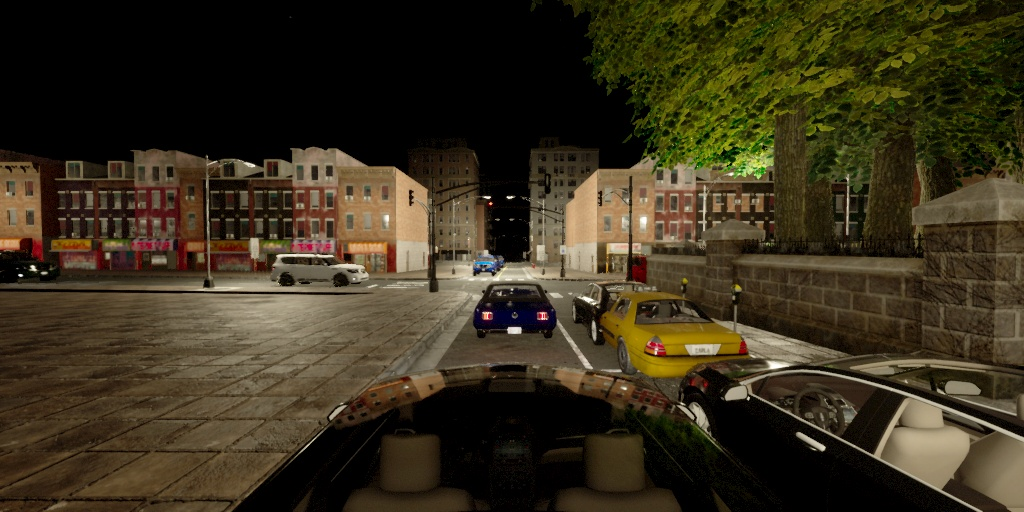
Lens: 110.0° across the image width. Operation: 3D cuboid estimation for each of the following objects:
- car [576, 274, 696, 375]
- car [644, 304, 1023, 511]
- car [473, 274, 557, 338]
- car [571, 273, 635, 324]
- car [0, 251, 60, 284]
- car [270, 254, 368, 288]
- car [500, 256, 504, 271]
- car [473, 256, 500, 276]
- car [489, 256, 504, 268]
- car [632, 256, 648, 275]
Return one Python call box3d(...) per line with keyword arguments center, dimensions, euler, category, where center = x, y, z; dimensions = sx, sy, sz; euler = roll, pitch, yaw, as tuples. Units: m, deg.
box3d(center=(2.686, 1.274, 7.330), dimensions=(1.751, 1.417, 4.829), euler=(0, 0, 0), category="car")
box3d(center=(2.637, 1.300, 2.169), dimensions=(2.007, 1.370, 4.403), euler=(0, 0, 0), category="car")
box3d(center=(0.075, 1.349, 10.109), dimensions=(1.895, 1.301, 4.718), euler=(0, 0, 0), category="car")
box3d(center=(2.661, 1.299, 9.304), dimensions=(2.007, 1.370, 4.403), euler=(0, 0, 0), category="car")
box3d(center=(-32.485, 0.697, 22.804), dimensions=(5.566, 2.045, 2.150), euler=(1, 1, 0), category="car")
box3d(center=(-12.170, 0.921, 22.777), dimensions=(5.566, 2.045, 2.150), euler=(0, 1, -1), category="car")
box3d(center=(-2.652, 0.993, 47.895), dimensions=(2.150, 2.045, 5.566), euler=(0, 0, 1), category="car")
box3d(center=(-2.749, 0.981, 37.284), dimensions=(2.150, 2.045, 5.566), euler=(0, 0, 0), category="car")
box3d(center=(-2.517, 1.011, 61.218), dimensions=(2.150, 2.045, 5.566), euler=(0, 0, 2), category="car")
box3d(center=(10.204, 1.021, 22.700), dimensions=(5.566, 2.045, 2.150), euler=(0, 1, 0), category="car")
